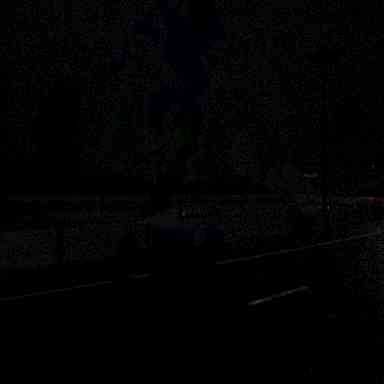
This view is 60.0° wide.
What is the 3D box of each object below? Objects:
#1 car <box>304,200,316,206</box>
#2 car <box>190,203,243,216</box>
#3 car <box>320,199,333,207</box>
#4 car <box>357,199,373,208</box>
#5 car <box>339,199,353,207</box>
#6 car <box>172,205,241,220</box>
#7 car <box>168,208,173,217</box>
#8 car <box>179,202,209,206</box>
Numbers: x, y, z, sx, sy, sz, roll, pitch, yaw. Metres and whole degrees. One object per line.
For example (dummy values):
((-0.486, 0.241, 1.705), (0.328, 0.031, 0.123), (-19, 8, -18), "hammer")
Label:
((23.967, 2.186, 67.617), (1.895, 1.301, 4.718), (-1, -1, 28), "car")
((2.196, 1.903, 28.475), (4.718, 1.301, 1.895), (0, -1, -43), "car")
((26.037, 2.079, 64.159), (2.033, 1.411, 5.357), (-1, -1, 30), "car")
((28.295, 1.895, 54.307), (1.882, 1.535, 5.008), (-1, -1, 33), "car")
((28.417, 2.015, 61.233), (1.812, 1.442, 4.674), (-1, -1, 30), "car")
((1.071, 1.811, 22.819), (4.181, 1.385, 1.994), (0, -1, -41), "car")
((-0.365, 1.903, 35.702), (4.892, 1.490, 1.837), (1, -1, -44), "car")
((1.002, 1.841, 32.183), (4.902, 1.511, 2.128), (0, -1, -44), "car")
